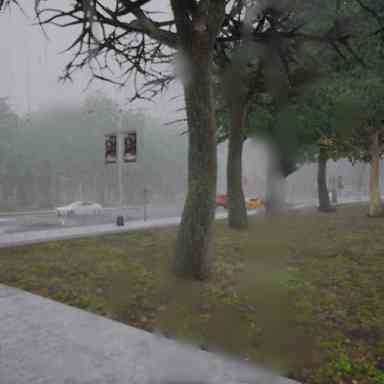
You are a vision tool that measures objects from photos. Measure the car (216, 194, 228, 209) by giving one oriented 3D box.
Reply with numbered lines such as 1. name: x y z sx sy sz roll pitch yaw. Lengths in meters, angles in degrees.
1. car: 4.757 1.294 46.753 2.150 2.045 5.566 0 0 36

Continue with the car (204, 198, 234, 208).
1. car: 4.273 1.623 51.768 2.033 1.411 5.357 0 0 36

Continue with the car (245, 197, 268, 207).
1. car: 10.835 1.597 55.343 1.837 1.490 4.892 0 0 36

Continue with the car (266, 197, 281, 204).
1. car: 13.548 1.573 53.547 1.882 1.535 5.008 0 0 36

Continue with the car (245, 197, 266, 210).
1. car: 7.754 1.554 45.348 1.882 1.535 5.008 0 0 36

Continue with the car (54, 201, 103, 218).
1. car: -10.522 1.557 31.156 1.812 1.442 4.674 0 0 35
